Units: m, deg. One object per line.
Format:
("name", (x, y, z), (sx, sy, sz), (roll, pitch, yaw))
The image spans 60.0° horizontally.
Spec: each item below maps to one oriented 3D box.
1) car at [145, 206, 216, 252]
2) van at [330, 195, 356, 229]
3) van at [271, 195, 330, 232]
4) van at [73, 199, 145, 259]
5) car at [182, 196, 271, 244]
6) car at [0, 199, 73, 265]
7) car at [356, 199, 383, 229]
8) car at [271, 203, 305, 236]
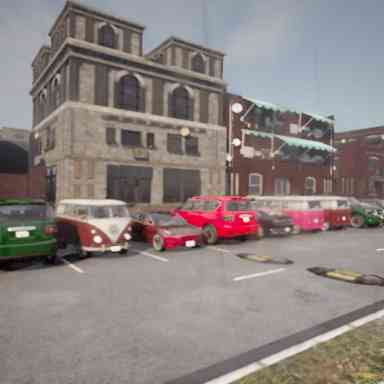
("car", (-1.431, 1.523, 14.375), (2.163, 1.488, 4.792), (0, 0, -35))
("van", (7.458, 1.260, 20.840), (1.878, 1.987, 4.442), (0, 0, -35))
("van", (5.291, 1.265, 19.307), (1.878, 1.987, 4.442), (0, 0, -35))
("van", (-3.753, 1.264, 12.626), (1.878, 1.987, 4.442), (0, 0, -35))
("car", (0.704, 1.243, 15.952), (2.435, 2.045, 5.566), (0, 0, -35))
("car", (-6.106, 1.233, 11.144), (2.435, 2.045, 5.566), (0, 0, -35))
("car", (9.907, 1.228, 22.398), (2.435, 2.045, 5.566), (0, 0, -35))
("car", (3.093, 1.494, 17.598), (2.231, 1.521, 4.892), (0, 0, -35))
